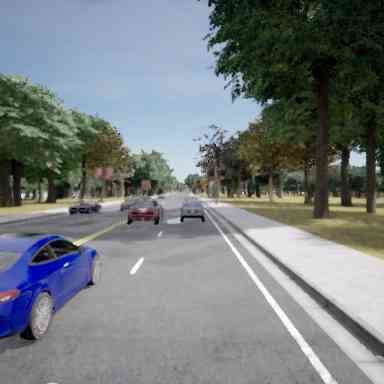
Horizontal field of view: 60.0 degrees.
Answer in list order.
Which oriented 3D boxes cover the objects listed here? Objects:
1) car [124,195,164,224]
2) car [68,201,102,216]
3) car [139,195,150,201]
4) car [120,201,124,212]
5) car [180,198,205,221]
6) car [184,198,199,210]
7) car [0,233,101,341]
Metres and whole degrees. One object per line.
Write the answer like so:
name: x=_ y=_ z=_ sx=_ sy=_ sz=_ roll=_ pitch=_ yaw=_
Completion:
car: x=-3.206 y=1.265 z=23.778 sx=2.097 sy=1.767 sz=4.553 roll=0 pitch=0 yaw=0
car: x=-9.942 y=1.496 z=31.162 sx=1.895 sy=1.301 sz=4.718 roll=0 pitch=0 yaw=0
car: x=-10.242 y=1.289 z=71.900 sx=1.994 sy=1.385 sz=4.181 roll=0 pitch=0 yaw=-1
car: x=-6.726 y=1.386 z=36.950 sx=1.837 sy=1.490 sz=4.892 roll=0 pitch=0 yaw=0
car: x=0.035 y=1.454 z=26.035 sx=2.033 sy=1.411 sz=5.357 roll=0 pitch=0 yaw=0
car: x=-0.076 y=1.473 z=42.771 sx=1.895 sy=1.301 sz=4.718 roll=0 pitch=0 yaw=0
car: x=-3.155 y=1.500 z=6.323 sx=1.812 sy=1.442 sz=4.674 roll=0 pitch=0 yaw=0
